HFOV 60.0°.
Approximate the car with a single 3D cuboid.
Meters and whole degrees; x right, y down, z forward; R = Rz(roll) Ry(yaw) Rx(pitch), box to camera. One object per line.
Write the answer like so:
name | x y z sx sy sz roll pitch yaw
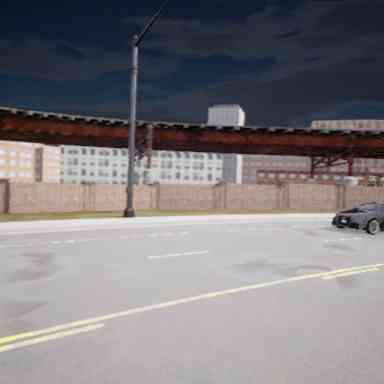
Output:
car | 9.023 1.215 16.285 4.181 1.385 1.994 1 2 -20
